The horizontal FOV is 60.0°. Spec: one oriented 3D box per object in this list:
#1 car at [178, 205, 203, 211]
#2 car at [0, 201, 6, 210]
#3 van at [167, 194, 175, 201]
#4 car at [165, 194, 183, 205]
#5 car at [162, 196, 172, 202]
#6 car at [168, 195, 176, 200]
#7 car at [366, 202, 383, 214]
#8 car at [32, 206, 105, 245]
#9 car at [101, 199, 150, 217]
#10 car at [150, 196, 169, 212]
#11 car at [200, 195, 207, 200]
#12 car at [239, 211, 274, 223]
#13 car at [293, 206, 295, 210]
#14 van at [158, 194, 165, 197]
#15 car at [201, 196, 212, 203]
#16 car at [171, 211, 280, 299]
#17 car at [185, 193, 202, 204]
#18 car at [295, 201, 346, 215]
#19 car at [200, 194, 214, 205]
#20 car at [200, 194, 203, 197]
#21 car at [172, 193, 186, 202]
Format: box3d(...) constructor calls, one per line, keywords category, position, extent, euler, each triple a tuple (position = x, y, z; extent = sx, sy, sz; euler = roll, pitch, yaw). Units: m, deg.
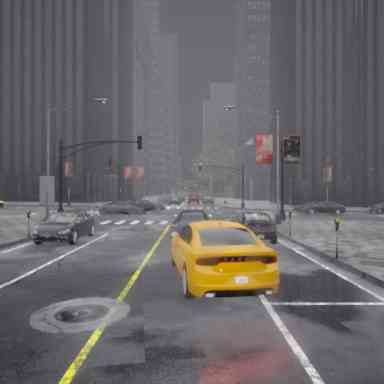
box3d(category="car", position=(0.036, 1.563, 16.133), extent=(1.994, 1.385, 4.181), euler=(0, 0, 0))
box3d(category="car", position=(-21.789, 1.115, 34.210), extent=(5.008, 1.535, 1.882), euler=(1, 0, 0))
box3d(category="van", position=(-5.406, 1.360, 85.257), extent=(1.690, 1.788, 3.998), euler=(0, 0, 0))
box3d(category="car", position=(-2.955, 1.484, 55.284), extent=(1.882, 1.535, 5.008), euler=(0, 0, 1))
box3d(category="car", position=(-5.495, 1.580, 74.231), extent=(1.947, 1.339, 4.313), euler=(0, 0, 0))
box3d(category="car", position=(-5.362, 1.566, 90.769), extent=(1.887, 1.381, 4.507), euler=(0, 0, 0))
box3d(category="car", position=(24.078, 1.975, 40.804), extent=(4.902, 1.511, 2.128), euler=(1, 0, 0))
box3d(category="car", position=(-5.776, 1.550, 15.439), extent=(2.008, 1.369, 4.403), euler=(0, 0, 0))
box3d(category="car", position=(-6.425, 1.526, 30.937), extent=(4.181, 1.385, 1.994), euler=(1, 0, 0))
box3d(category="car", position=(-5.685, 1.491, 36.231), extent=(5.357, 1.411, 2.033), euler=(1, 1, -30))
box3d(category="car", position=(3.165, 1.546, 90.875), extent=(1.752, 1.417, 4.829), euler=(0, 0, 0))
box3d(category="car", position=(2.749, 1.550, 15.444), extent=(2.008, 1.369, 4.403), euler=(0, 0, 0))
box3d(category="car", position=(14.868, 1.836, 40.836), extent=(4.674, 1.442, 1.812), euler=(1, 0, 2))
box3d(category="van", position=(-5.584, 1.351, 63.207), extent=(1.690, 1.788, 3.998), euler=(0, 0, 0))
box3d(category="car", position=(2.985, 1.562, 68.653), extent=(2.008, 1.369, 4.403), euler=(0, 0, 0))
box3d(category="car", position=(0.547, 1.477, 8.608), extent=(1.882, 1.535, 5.008), euler=(0, 0, -9))
box3d(category="car", position=(0.300, 1.232, 65.957), extent=(2.150, 2.045, 5.566), euler=(0, 0, 0))
box3d(category="car", position=(14.720, 1.806, 37.575), extent=(4.892, 1.490, 1.837), euler=(1, 0, 1))
box3d(category="car", position=(2.896, 1.558, 57.627), extent=(2.008, 1.369, 4.403), euler=(0, 0, 0))
box3d(category="car", position=(2.942, 1.535, 63.310), extent=(1.752, 1.417, 4.829), euler=(0, 0, 0))
box3d(category="car", position=(-2.852, 1.502, 64.859), extent=(2.128, 1.511, 4.902), euler=(0, 0, 1))
